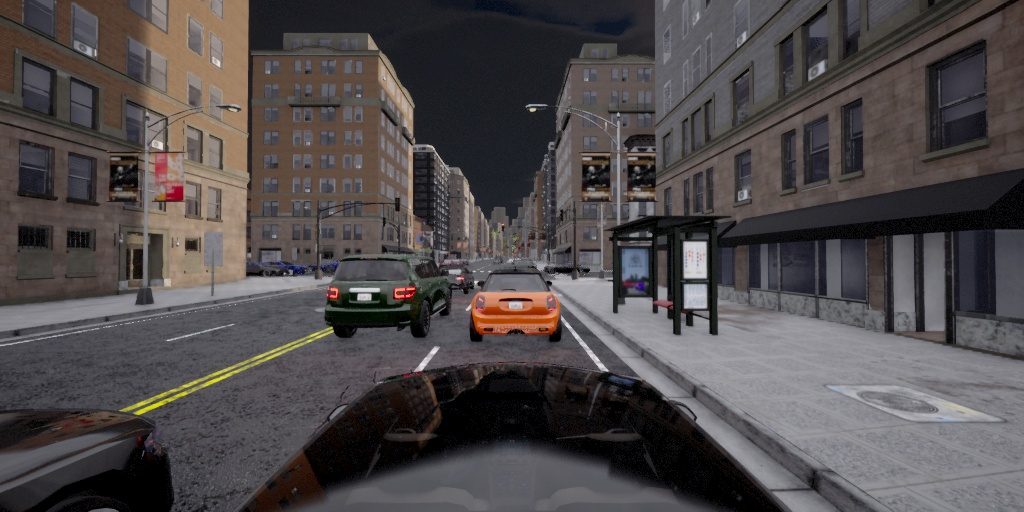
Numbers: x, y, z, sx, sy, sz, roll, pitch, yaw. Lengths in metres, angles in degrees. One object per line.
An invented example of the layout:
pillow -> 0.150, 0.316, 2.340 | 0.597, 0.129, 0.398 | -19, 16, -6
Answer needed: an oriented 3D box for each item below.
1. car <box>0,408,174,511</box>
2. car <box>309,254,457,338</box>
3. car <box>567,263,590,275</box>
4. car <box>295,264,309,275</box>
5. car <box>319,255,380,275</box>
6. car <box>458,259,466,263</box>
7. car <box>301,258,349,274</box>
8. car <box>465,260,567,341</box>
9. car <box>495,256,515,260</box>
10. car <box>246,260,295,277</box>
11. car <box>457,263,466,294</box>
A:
car -> -3.144, 1.241, 0.336 | 2.128, 1.511, 4.902 | 0, 0, 0
car -> -3.173, 0.975, 10.373 | 2.150, 2.045, 5.566 | 0, 0, 0
car -> 5.835, 1.415, 38.640 | 4.718, 1.301, 1.895 | 0, -1, -5
car -> -22.793, 1.151, 35.228 | 5.008, 1.535, 1.882 | 0, -1, 0
car -> -17.459, 0.961, 38.707 | 5.566, 2.045, 2.150 | 0, -1, 0
car -> -9.966, 1.297, 64.364 | 1.812, 1.442, 4.674 | 0, 0, 0
car -> -21.793, 1.119, 41.935 | 4.553, 1.767, 2.097 | 0, -1, 0
car -> 0.079, 1.105, 9.988 | 2.097, 1.767, 4.553 | 0, 0, 0
car -> 0.601, 1.195, 42.073 | 4.553, 1.767, 2.097 | 0, -1, 0
car -> -22.923, 1.177, 31.978 | 5.357, 1.411, 2.033 | 0, -1, 0
car -> -3.202, 1.283, 20.080 | 1.812, 1.442, 4.674 | 0, 0, 0
